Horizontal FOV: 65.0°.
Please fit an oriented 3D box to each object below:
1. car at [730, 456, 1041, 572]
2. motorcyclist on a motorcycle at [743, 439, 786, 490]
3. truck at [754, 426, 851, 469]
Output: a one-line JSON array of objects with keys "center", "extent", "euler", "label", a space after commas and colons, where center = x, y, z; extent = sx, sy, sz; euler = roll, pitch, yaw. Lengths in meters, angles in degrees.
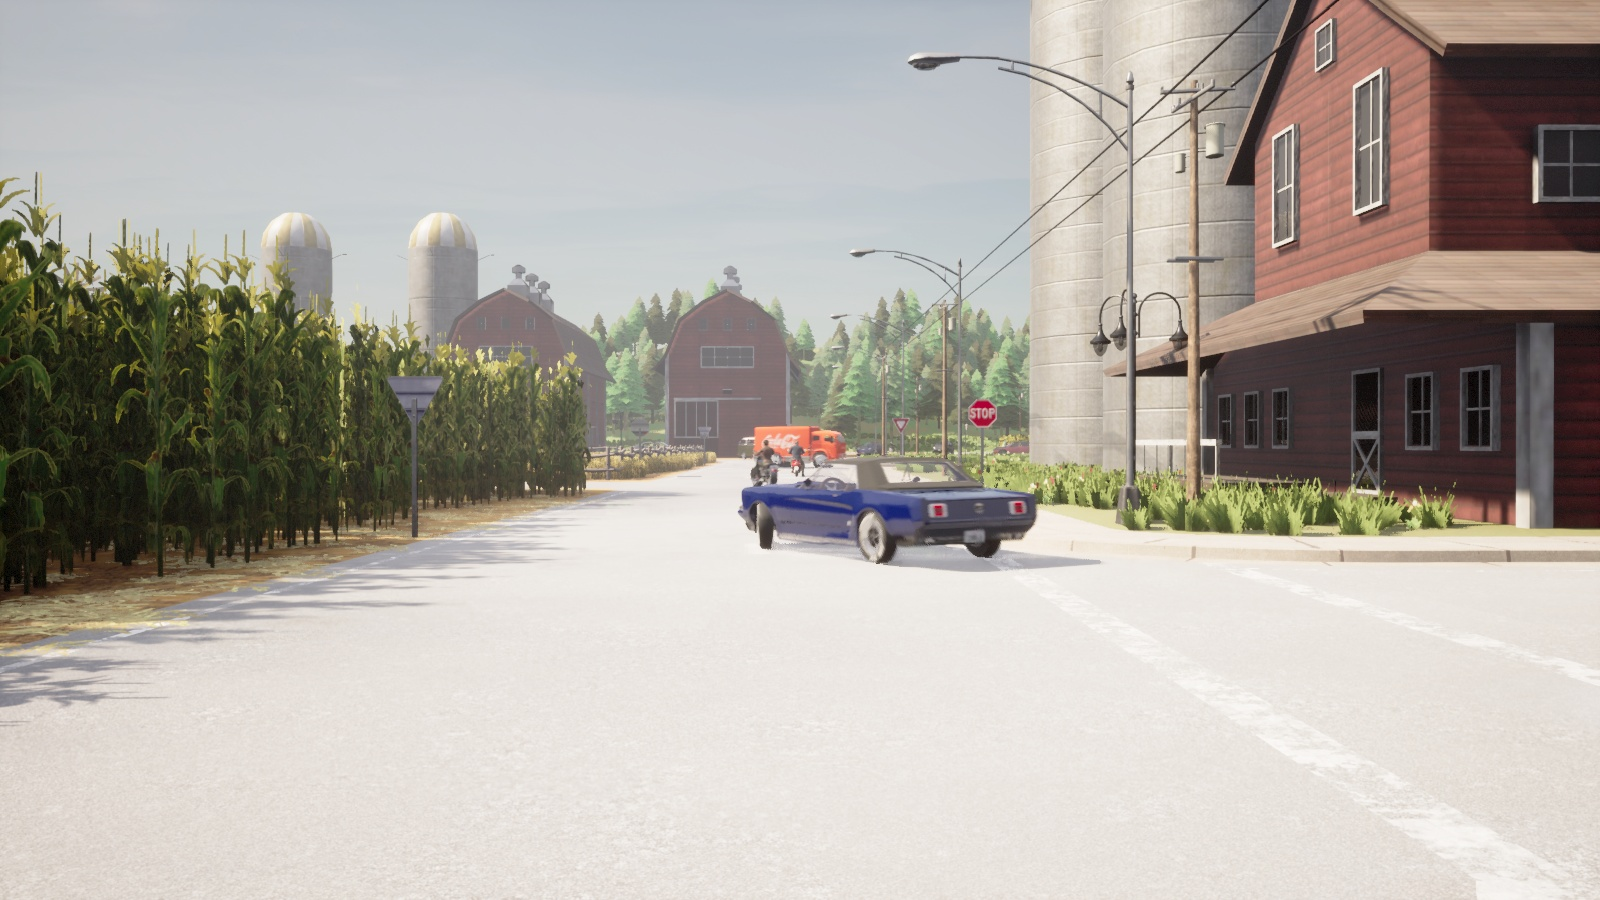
[{"center": [0.961, 0.744, 16.961], "extent": [1.895, 1.301, 4.718], "euler": [0, 0, -30], "label": "car"}, {"center": [-1.195, 0.462, 41.447], "extent": [0.766, 1.649, 2.350], "euler": [0, 0, -18], "label": "motorcyclist on a motorcycle"}, {"center": [0.162, -0.157, 73.814], "extent": [5.204, 2.467, 2.627], "euler": [0, 1, 17], "label": "truck"}]
